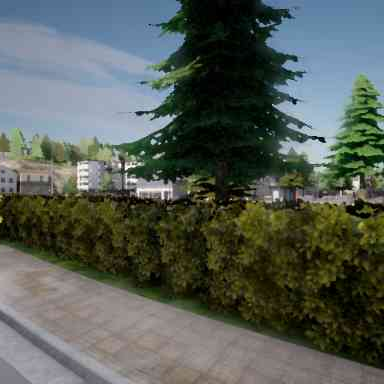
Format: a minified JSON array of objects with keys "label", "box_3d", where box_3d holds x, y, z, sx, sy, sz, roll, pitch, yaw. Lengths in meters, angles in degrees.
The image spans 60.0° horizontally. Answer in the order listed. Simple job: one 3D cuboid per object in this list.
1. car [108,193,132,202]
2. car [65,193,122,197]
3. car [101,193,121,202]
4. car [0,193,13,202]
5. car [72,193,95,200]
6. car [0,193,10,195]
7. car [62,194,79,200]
[{"label":"car","box_3d":[-15.238,1.096,70.372,4.605,1.855,1.932,0,0,-45]},{"label":"car","box_3d":[-9.232,1.220,30.521,5.566,2.045,2.150,0,0,-45]},{"label":"car","box_3d":[-17.566,1.075,72.159,3.866,1.878,1.905,0,0,-45]},{"label":"car","box_3d":[-41.134,1.095,71.377,4.605,1.855,1.932,0,0,-45]},{"label":"car","box_3d":[-26.519,1.152,81.299,5.027,1.636,2.152,0,0,-45]},{"label":"car","box_3d":[-23.156,1.329,40.980,5.027,1.636,2.152,0,0,-45]},{"label":"car","box_3d":[-31.240,1.230,85.657,3.806,1.475,1.970,0,0,-45]}]
